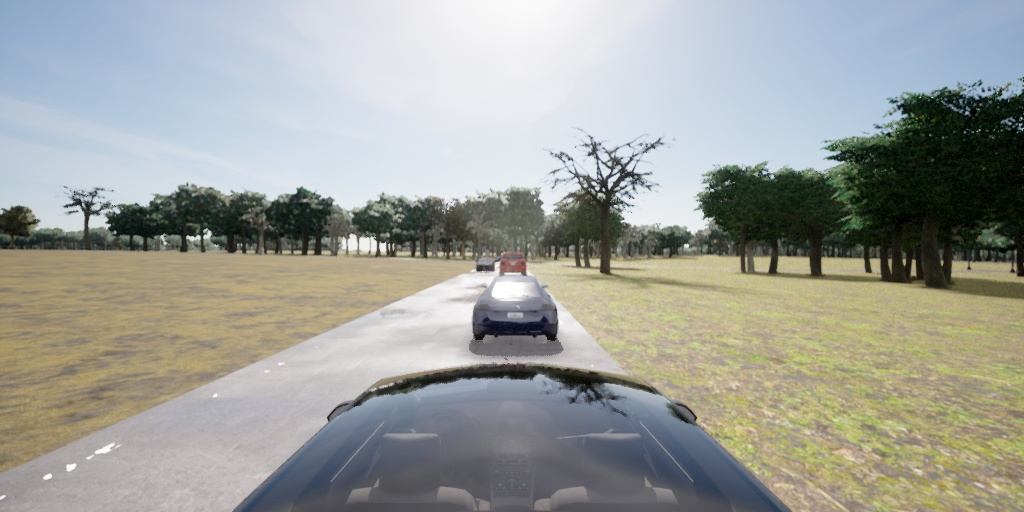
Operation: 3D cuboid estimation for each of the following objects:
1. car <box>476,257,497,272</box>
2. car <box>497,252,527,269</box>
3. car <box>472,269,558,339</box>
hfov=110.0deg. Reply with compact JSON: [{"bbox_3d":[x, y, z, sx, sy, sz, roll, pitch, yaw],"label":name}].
[{"bbox_3d":[-2.860,0.924,39.314,1.882,1.535,5.008,0,0,0],"label":"car"},{"bbox_3d":[0.082,0.715,30.514,2.150,2.045,5.566,0,0,0],"label":"car"},{"bbox_3d":[0.073,1.210,9.653,1.994,1.385,4.181,0,1,0],"label":"car"}]
